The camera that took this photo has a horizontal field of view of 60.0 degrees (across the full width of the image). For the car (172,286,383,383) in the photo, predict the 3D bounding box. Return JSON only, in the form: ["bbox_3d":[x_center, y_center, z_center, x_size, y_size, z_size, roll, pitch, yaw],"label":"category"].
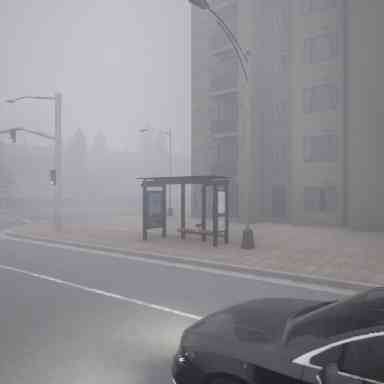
[{"bbox_3d":[2.049,1.504,2.522,4.892,1.490,1.837,0,0,36],"label":"car"}]
